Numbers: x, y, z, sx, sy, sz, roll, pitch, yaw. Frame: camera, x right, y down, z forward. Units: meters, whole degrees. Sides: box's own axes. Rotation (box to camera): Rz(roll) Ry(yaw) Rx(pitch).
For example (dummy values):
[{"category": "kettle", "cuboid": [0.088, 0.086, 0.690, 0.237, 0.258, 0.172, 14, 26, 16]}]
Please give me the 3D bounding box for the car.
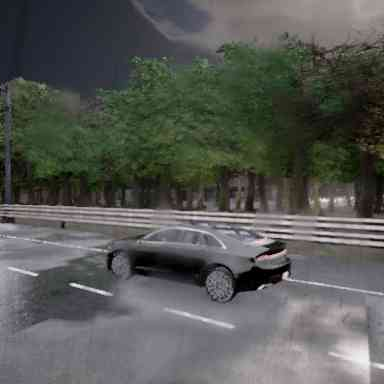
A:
[{"category": "car", "cuboid": [-0.066, 1.494, 8.216, 4.902, 1.511, 2.128, 0, 0, 35]}]
